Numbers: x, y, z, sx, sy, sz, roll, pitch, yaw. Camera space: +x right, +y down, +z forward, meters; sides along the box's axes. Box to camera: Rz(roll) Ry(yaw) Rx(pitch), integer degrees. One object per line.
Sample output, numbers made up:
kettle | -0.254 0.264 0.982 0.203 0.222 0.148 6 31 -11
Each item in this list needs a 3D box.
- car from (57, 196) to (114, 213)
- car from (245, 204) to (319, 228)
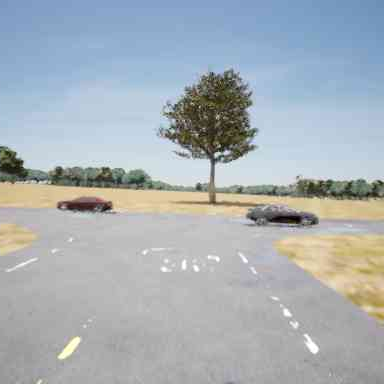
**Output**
car | -9.642 1.060 30.164 5.008 1.535 1.882 2 0 1
car | 6.097 1.588 22.804 4.902 1.511 2.128 2 0 1
